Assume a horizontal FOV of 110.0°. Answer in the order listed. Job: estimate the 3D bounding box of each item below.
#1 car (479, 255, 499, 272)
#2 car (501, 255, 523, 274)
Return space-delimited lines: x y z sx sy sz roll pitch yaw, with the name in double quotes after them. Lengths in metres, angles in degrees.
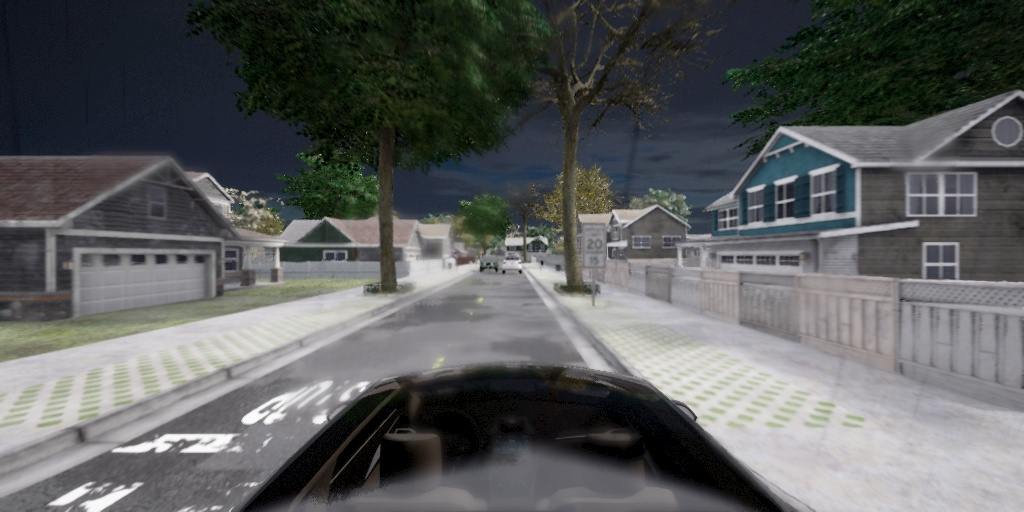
-2.734 0.867 44.024 2.150 2.045 5.566 0 0 0 "car"
0.014 0.877 39.914 2.150 2.045 5.566 0 0 0 "car"
